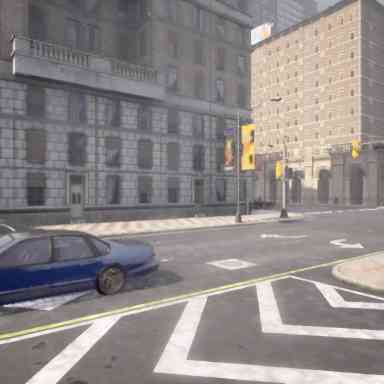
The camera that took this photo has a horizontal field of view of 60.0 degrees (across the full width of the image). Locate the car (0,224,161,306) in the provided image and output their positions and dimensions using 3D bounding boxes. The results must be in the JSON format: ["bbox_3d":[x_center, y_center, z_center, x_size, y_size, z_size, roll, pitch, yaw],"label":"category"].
[{"bbox_3d":[-3.330,1.547,7.144,5.357,1.411,2.033,0,0,-36],"label":"car"}]

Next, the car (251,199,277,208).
[{"bbox_3d":[10.047,1.601,48.721,1.895,1.301,4.718,0,0,-36],"label":"car"}]

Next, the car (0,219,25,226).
[{"bbox_3d":[-6.519,1.506,9.159,4.892,1.490,1.837,0,0,-36],"label":"car"}]
